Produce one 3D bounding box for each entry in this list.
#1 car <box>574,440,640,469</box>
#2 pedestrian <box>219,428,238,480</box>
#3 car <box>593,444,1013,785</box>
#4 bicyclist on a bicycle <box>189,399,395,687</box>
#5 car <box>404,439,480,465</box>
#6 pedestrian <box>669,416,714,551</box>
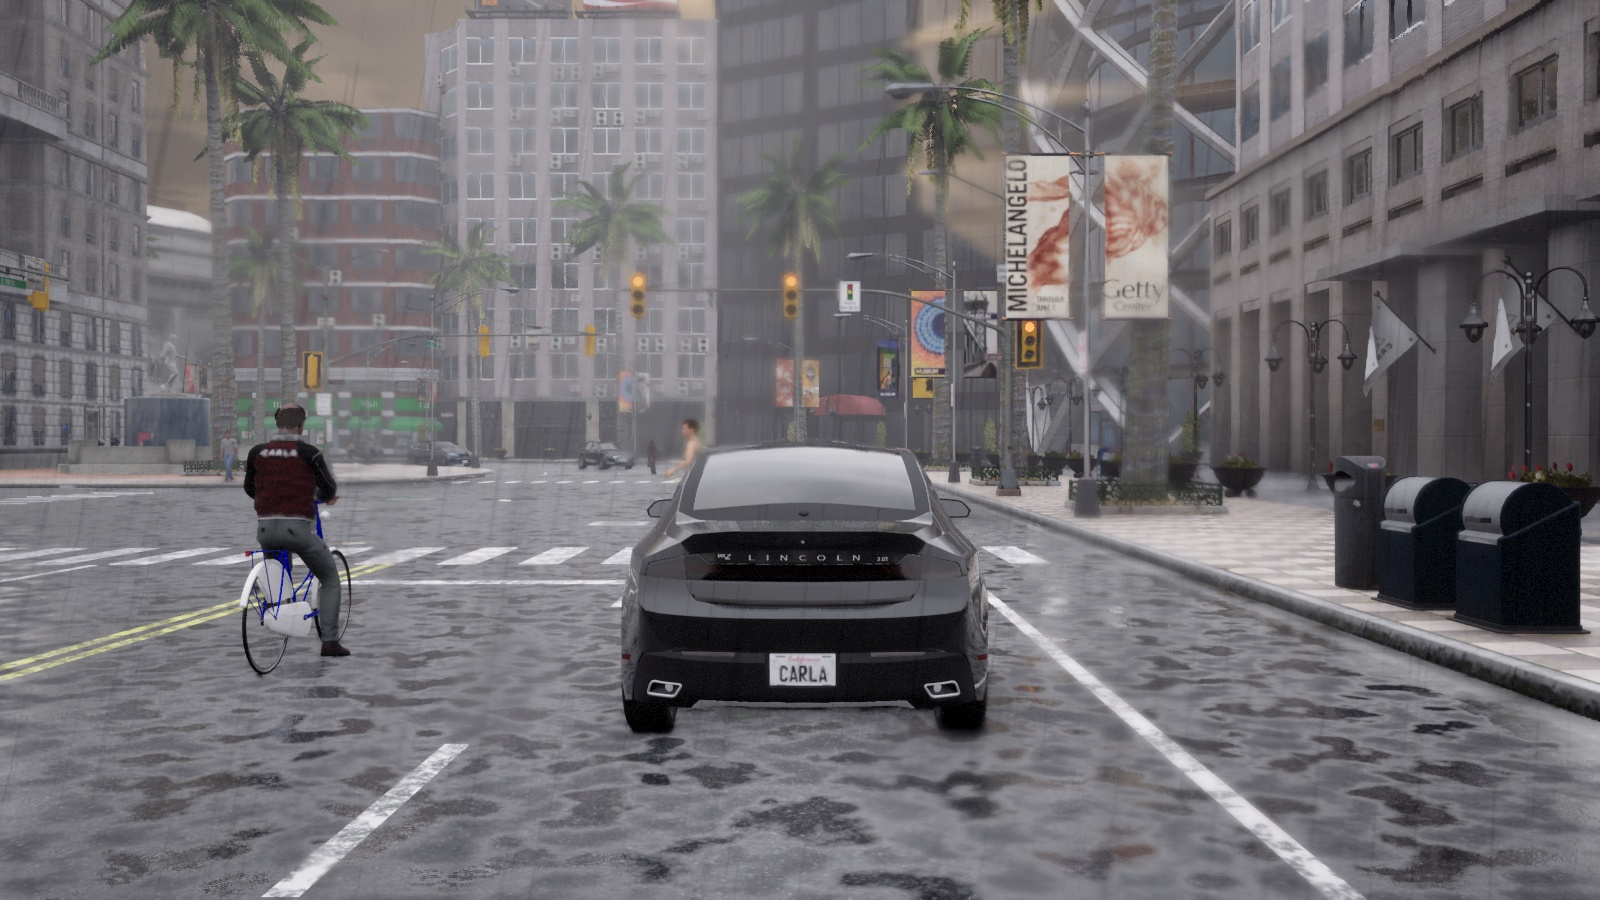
[{"bbox_3d":[-11.237,0.257,72.796,2.033,1.649,4.856,0,0,-32],"label":"car"},{"bbox_3d":[-20.358,0.134,44.705,0.354,1.836,0.706,0,0,-1],"label":"pedestrian"},{"bbox_3d":[0.047,0.707,7.945,1.837,1.490,4.892,0,0,1],"label":"car"},{"bbox_3d":[-3.432,0.565,8.669,0.659,1.776,1.843,0,1,0],"label":"bicyclist on a bicycle"},{"bbox_3d":[-22.955,0.118,80.494,4.611,1.667,2.242,0,0,34],"label":"car"},{"bbox_3d":[-1.492,0.455,17.260,0.594,1.836,0.345,0,0,0],"label":"pedestrian"}]
